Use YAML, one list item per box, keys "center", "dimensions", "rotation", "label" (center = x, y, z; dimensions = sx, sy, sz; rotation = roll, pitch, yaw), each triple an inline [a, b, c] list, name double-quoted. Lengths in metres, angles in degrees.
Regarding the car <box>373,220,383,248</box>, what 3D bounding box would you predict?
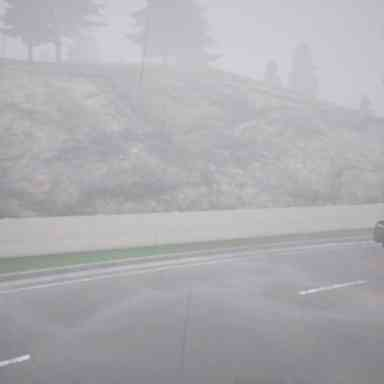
- center: [8.552, 1.309, 11.361]
  dimensions: [4.902, 1.511, 2.128]
  rotation: [-1, 0, -19]
  label: "car"
